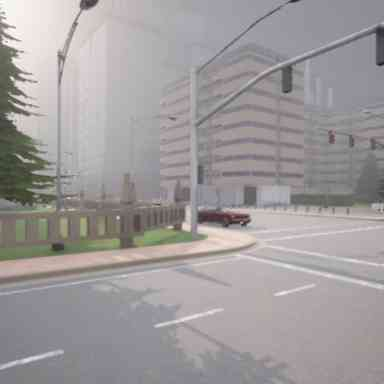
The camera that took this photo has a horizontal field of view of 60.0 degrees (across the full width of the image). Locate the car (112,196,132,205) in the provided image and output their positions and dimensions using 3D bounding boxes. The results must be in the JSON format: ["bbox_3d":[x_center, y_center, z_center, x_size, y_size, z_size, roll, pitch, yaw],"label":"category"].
[{"bbox_3d":[-13.297,1.622,63.202,1.882,1.535,5.008,0,0,-35],"label":"car"}]

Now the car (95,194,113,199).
[{"bbox_3d":[-16.164,1.346,61.197,2.150,2.045,5.566,0,0,-35],"label":"car"}]

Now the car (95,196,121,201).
[{"bbox_3d":[-9.456,1.590,39.546,1.837,1.490,4.892,0,0,-36],"label":"car"}]

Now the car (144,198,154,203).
[{"bbox_3d":[-8.033,1.708,55.908,1.994,1.385,4.181,0,0,-35],"label":"car"}]

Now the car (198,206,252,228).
[{"bbox_3d":[2.013,1.685,23.348,1.895,1.301,4.718,0,0,-34],"label":"car"}]

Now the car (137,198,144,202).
[{"bbox_3d":[-10.186,1.672,52.876,2.033,1.411,5.357,0,0,-35],"label":"car"}]

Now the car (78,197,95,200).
[{"bbox_3d":[-16.717,1.563,49.845,1.882,1.535,5.008,0,0,-35],"label":"car"}]
